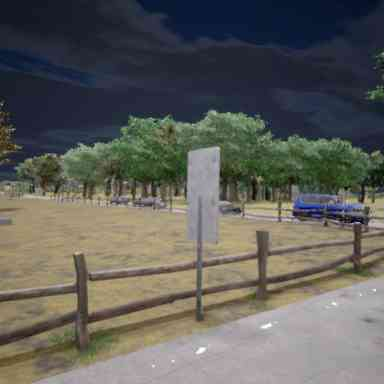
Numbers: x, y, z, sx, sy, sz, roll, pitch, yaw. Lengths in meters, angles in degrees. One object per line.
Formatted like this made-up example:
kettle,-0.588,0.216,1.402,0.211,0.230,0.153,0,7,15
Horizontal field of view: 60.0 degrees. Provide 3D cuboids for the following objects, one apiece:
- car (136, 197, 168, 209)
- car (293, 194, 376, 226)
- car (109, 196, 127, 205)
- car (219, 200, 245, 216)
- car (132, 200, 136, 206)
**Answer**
car,-4.928,1.460,43.855,2.128,1.511,4.902,2,-1,-35
car,9.663,1.197,23.151,2.150,2.045,5.566,2,-1,-33
car,-13.470,1.505,60.747,2.128,1.511,4.902,2,-1,-35
car,2.815,1.521,32.948,2.033,1.411,5.357,2,-1,-36
car,-7.628,1.580,52.624,2.033,1.411,5.357,2,-1,-35
